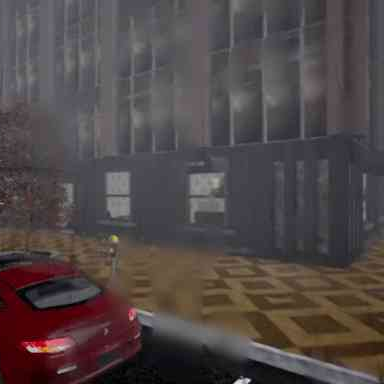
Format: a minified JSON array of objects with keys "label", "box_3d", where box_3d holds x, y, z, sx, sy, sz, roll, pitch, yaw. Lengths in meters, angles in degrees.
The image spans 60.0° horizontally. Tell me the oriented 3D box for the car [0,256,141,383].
[{"label":"car","box_3d":[-2.560,1.589,4.701,4.206,1.307,1.802,0,0,36]}]
